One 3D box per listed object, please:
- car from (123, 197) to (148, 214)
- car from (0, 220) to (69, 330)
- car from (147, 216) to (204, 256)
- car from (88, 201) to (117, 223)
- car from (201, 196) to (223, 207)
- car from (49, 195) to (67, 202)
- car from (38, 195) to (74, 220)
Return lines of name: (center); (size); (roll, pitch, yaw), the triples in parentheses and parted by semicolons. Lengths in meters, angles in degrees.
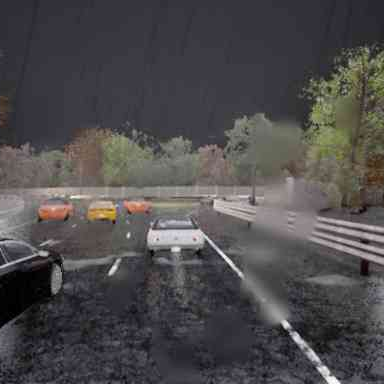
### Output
car: (-5.887, 1.285, 34.400); (2.097, 1.767, 4.553); (0, 0, -18)
car: (-3.702, 1.488, 5.548); (2.128, 1.511, 4.902); (0, 0, -3)
car: (-0.696, 1.570, 13.048); (1.895, 1.301, 4.718); (0, 0, -5)
car: (-6.757, 1.436, 25.096); (1.882, 1.535, 5.008); (0, 0, -14)
car: (2.958, 1.363, 48.666); (2.128, 1.511, 4.902); (0, 0, 27)
car: (-31.095, 1.429, 76.985); (4.902, 1.511, 2.128); (0, 0, 45)
car: (-10.692, 1.319, 26.408); (2.097, 1.767, 4.553); (0, 0, -14)
